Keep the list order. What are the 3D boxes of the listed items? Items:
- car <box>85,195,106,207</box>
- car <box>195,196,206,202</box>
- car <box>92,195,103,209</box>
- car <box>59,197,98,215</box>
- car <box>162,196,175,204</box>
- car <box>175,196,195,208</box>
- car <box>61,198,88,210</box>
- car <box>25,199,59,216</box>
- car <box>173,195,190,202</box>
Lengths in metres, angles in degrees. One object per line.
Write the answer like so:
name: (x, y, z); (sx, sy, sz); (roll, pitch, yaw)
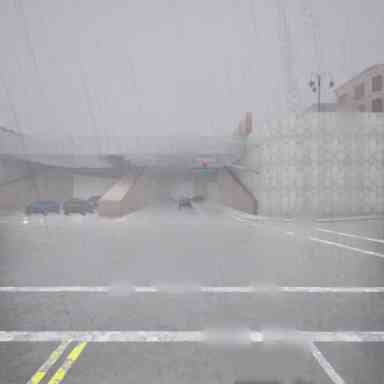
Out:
car: (-15.284, 1.352, 53.042); (2.097, 1.767, 4.553); (0, 0, -1)
car: (1.515, 1.524, 74.822); (1.812, 1.442, 4.674); (0, 0, 28)
car: (-11.560, 1.352, 42.869); (2.097, 1.767, 4.553); (0, 0, -1)
car: (-11.319, 1.506, 33.407); (1.837, 1.490, 4.892); (0, 0, -1)
car: (-4.525, 1.547, 64.337); (2.033, 1.411, 5.357); (0, 0, 5)
car: (-1.015, 1.547, 48.327); (2.033, 1.411, 5.357); (0, 0, -2)
car: (-15.065, 1.505, 42.974); (1.837, 1.490, 4.892); (0, 0, -1)
car: (-14.816, 1.477, 33.253); (1.882, 1.535, 5.008); (0, 0, -1)
car: (-2.353, 1.524, 74.694); (1.812, 1.442, 4.674); (0, 0, 24)
